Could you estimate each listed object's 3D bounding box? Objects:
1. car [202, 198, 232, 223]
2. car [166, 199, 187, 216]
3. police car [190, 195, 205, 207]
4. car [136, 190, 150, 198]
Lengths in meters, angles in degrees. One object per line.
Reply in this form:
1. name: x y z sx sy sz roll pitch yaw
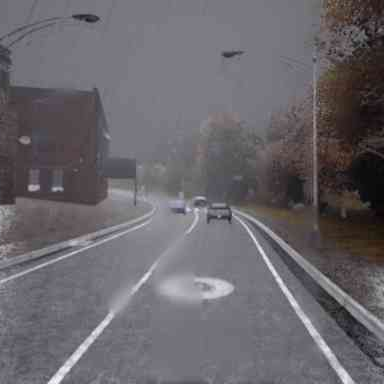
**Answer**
1. car: 2.058 1.523 25.946 2.128 1.511 4.902 0 0 3
2. car: -1.518 1.444 32.824 1.882 1.535 5.008 1 0 -1
3. police car: 0.972 1.282 47.038 1.930 1.638 5.238 1 1 -9
4. car: -10.909 0.391 72.657 2.033 1.411 5.357 2 2 -27
